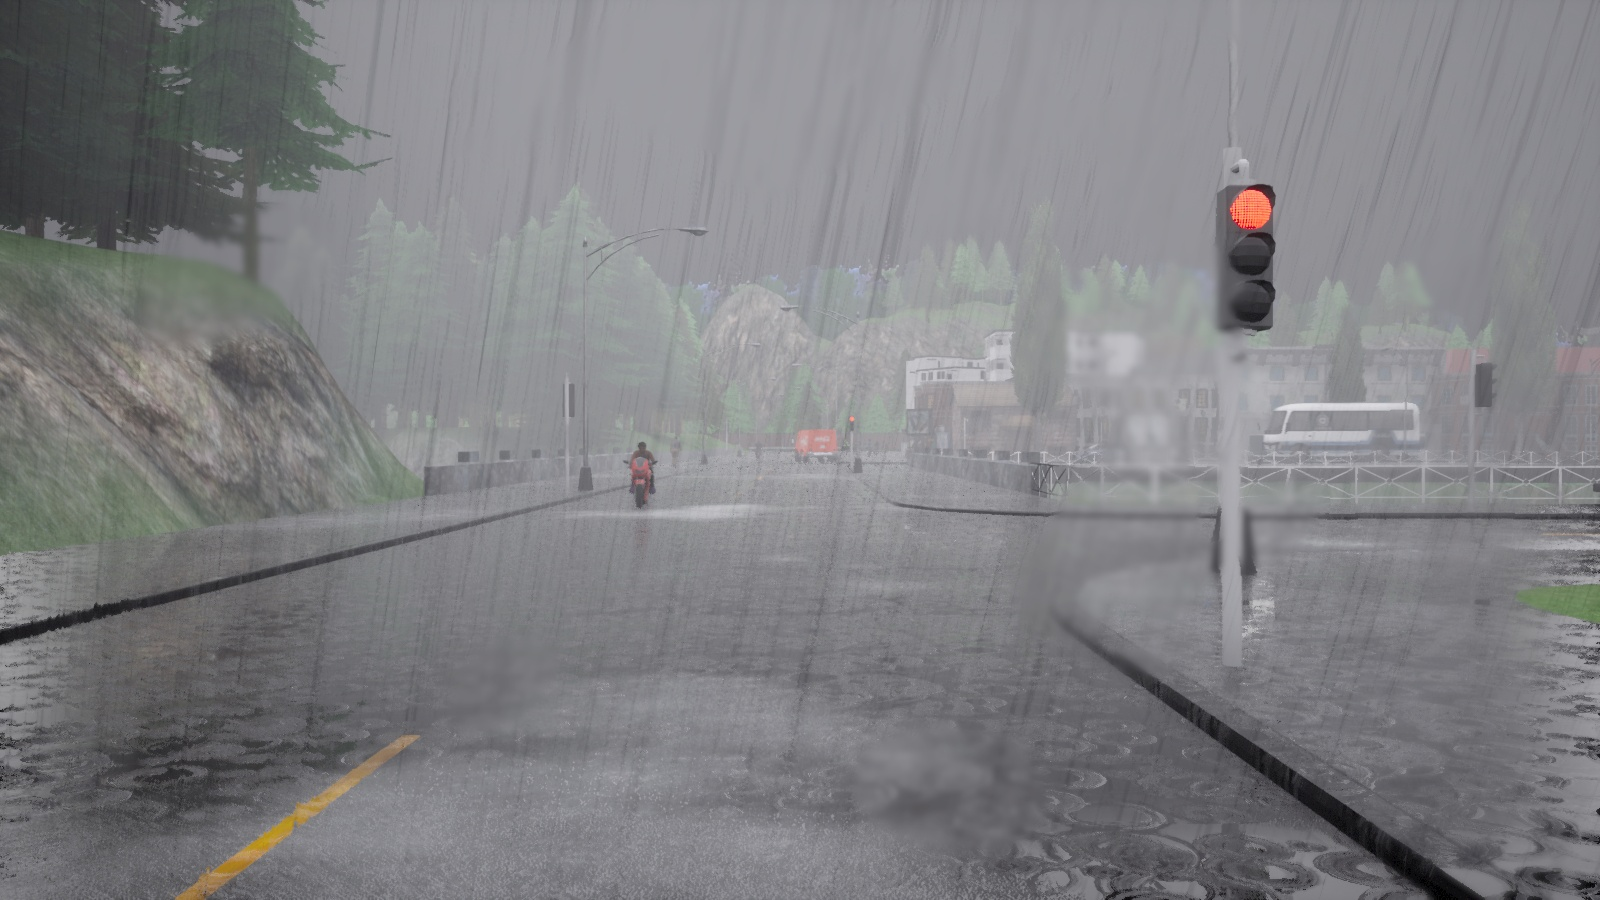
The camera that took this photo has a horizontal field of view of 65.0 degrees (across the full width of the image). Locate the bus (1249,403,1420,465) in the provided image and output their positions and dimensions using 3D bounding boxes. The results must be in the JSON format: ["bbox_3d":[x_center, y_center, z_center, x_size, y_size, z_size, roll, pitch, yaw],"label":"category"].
[{"bbox_3d":[37.253,-1.096,87.889,10.273,4.253,3.944,0,0,0],"label":"bus"}]

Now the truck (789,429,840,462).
[{"bbox_3d":[1.071,-0.306,97.267,2.627,2.467,5.204,-1,-1,-14],"label":"truck"}]

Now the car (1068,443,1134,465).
[{"bbox_3d":[21.054,0.280,87.979,4.193,1.474,1.816,0,0,0],"label":"car"}]

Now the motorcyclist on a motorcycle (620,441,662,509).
[{"bbox_3d":[-3.692,0.561,29.253,0.797,1.523,2.044,1,0,-3],"label":"motorcyclist on a motorcycle"}]

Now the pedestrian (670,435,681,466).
[{"bbox_3d":[-7.337,0.034,73.788,0.540,1.848,0.694,0,0,2],"label":"pedestrian"}]
